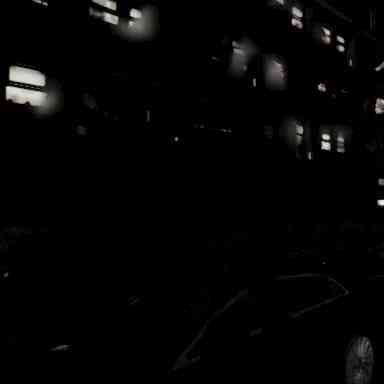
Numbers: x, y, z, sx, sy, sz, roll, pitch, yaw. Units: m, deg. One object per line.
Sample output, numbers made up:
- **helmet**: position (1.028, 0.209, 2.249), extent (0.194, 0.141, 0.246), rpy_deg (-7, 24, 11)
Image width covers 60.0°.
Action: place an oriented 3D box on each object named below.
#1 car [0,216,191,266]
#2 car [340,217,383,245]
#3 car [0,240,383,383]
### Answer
- **car**: position (-2.115, 1.354, 5.036), extent (5.009, 1.841, 2.192), rpy_deg (0, 0, -37)
- **car**: position (6.945, 1.600, 11.924), extent (4.403, 1.369, 2.008), rpy_deg (0, 0, -37)
- **car**: position (0.211, 1.514, 3.558), extent (4.902, 1.511, 2.128), rpy_deg (0, 0, -37)
